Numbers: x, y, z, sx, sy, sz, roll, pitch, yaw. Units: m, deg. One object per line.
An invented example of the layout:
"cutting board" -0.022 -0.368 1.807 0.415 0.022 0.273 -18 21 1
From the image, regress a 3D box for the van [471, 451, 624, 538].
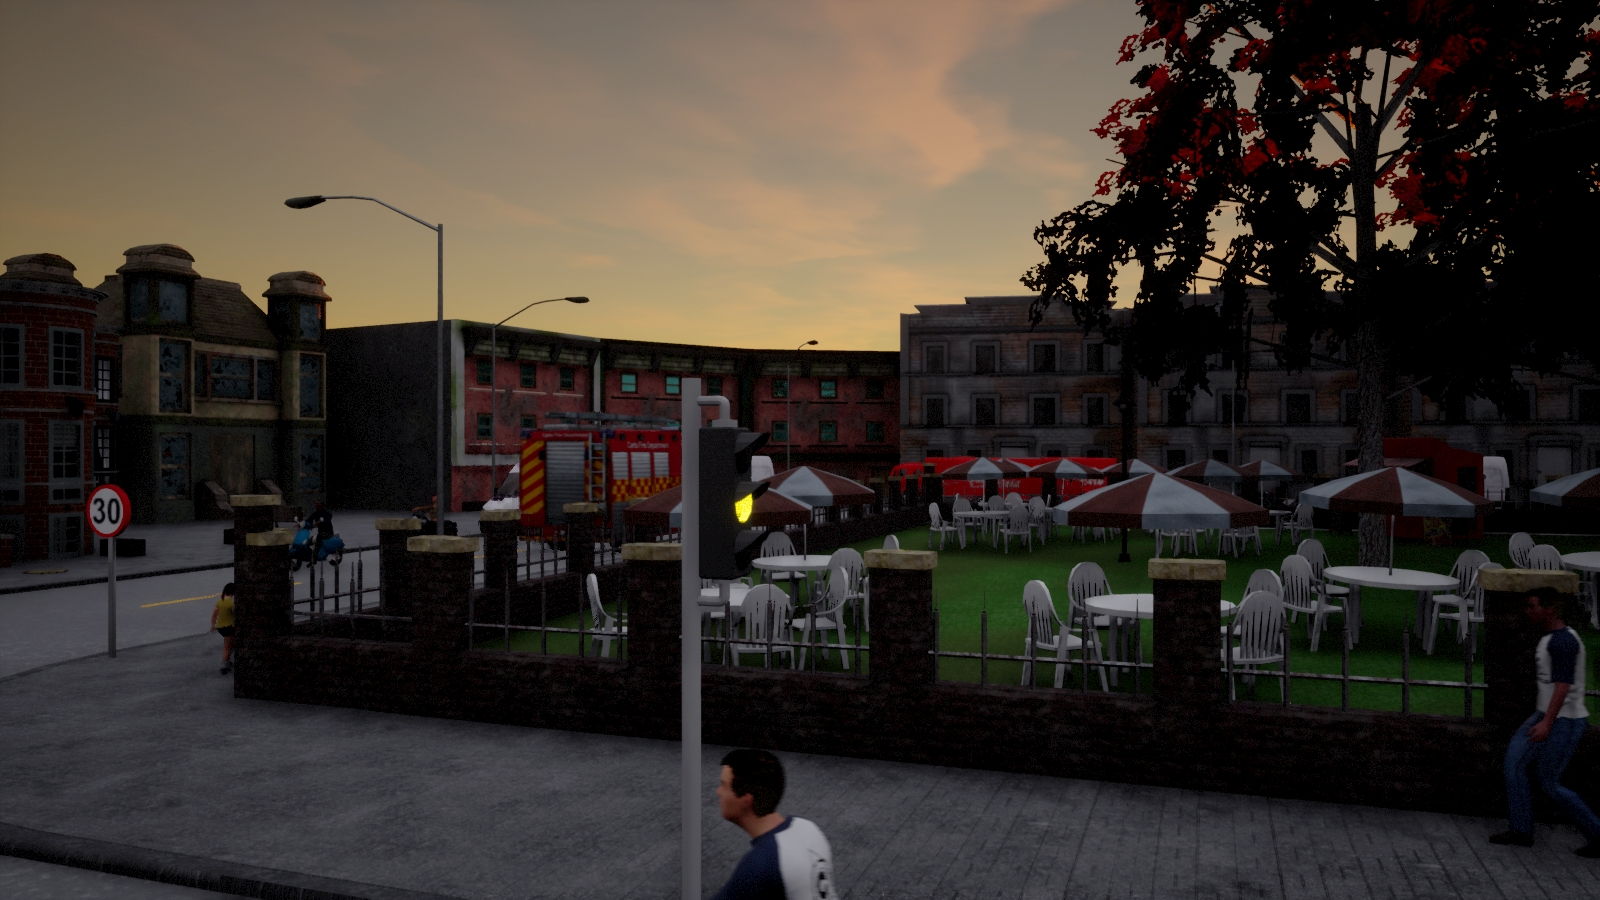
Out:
"van" -7.990 1.314 36.858 1.988 2.561 5.915 0 0 19

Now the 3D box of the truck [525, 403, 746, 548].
"truck" -4.628 0.670 34.477 2.891 3.827 8.468 0 0 20

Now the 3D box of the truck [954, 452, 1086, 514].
"truck" 9.411 1.340 48.674 5.204 2.467 2.627 1 0 19

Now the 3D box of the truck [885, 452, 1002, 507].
"truck" 6.742 1.349 53.338 5.204 2.467 2.627 0 0 12

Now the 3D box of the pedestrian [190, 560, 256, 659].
"pedestrian" -6.916 1.896 13.710 0.500 1.100 0.500 0 0 21

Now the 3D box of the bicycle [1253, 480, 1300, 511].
"bicycle" 20.335 1.940 48.821 1.835 1.271 0.329 0 0 19

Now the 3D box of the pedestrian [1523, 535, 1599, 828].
"pedestrian" 5.098 1.518 7.637 0.375 1.860 0.375 0 0 19
